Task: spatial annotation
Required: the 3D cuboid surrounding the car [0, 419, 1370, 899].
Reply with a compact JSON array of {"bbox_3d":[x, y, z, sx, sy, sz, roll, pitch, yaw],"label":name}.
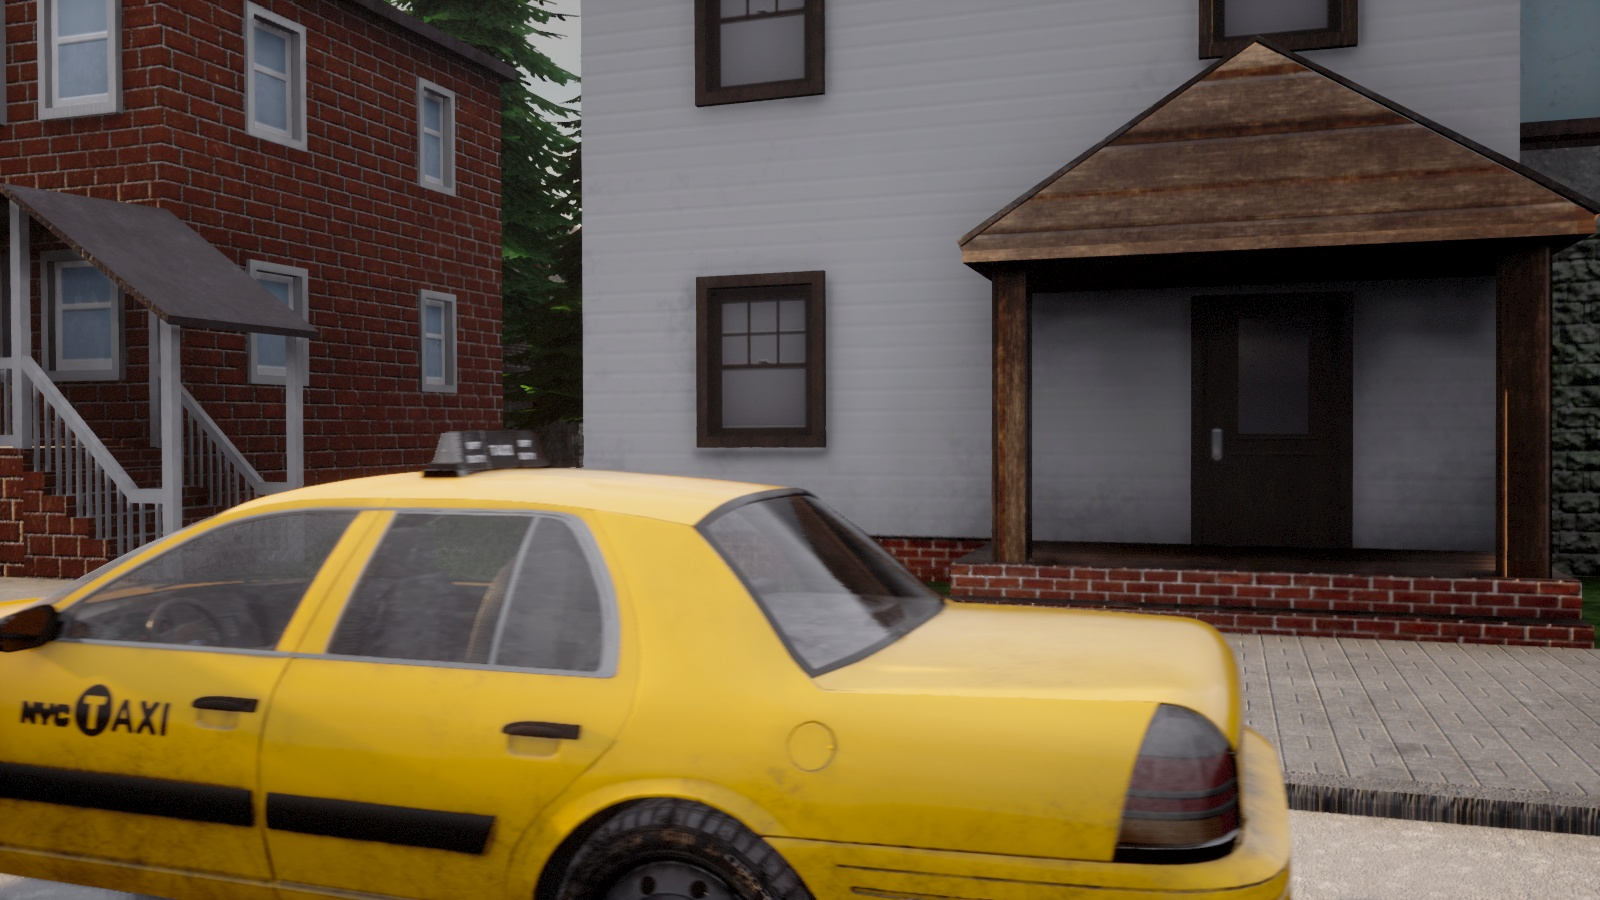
[{"bbox_3d":[-1.173,0.695,4.115,5.366,1.575,1.801,1,1,19],"label":"car"}]
